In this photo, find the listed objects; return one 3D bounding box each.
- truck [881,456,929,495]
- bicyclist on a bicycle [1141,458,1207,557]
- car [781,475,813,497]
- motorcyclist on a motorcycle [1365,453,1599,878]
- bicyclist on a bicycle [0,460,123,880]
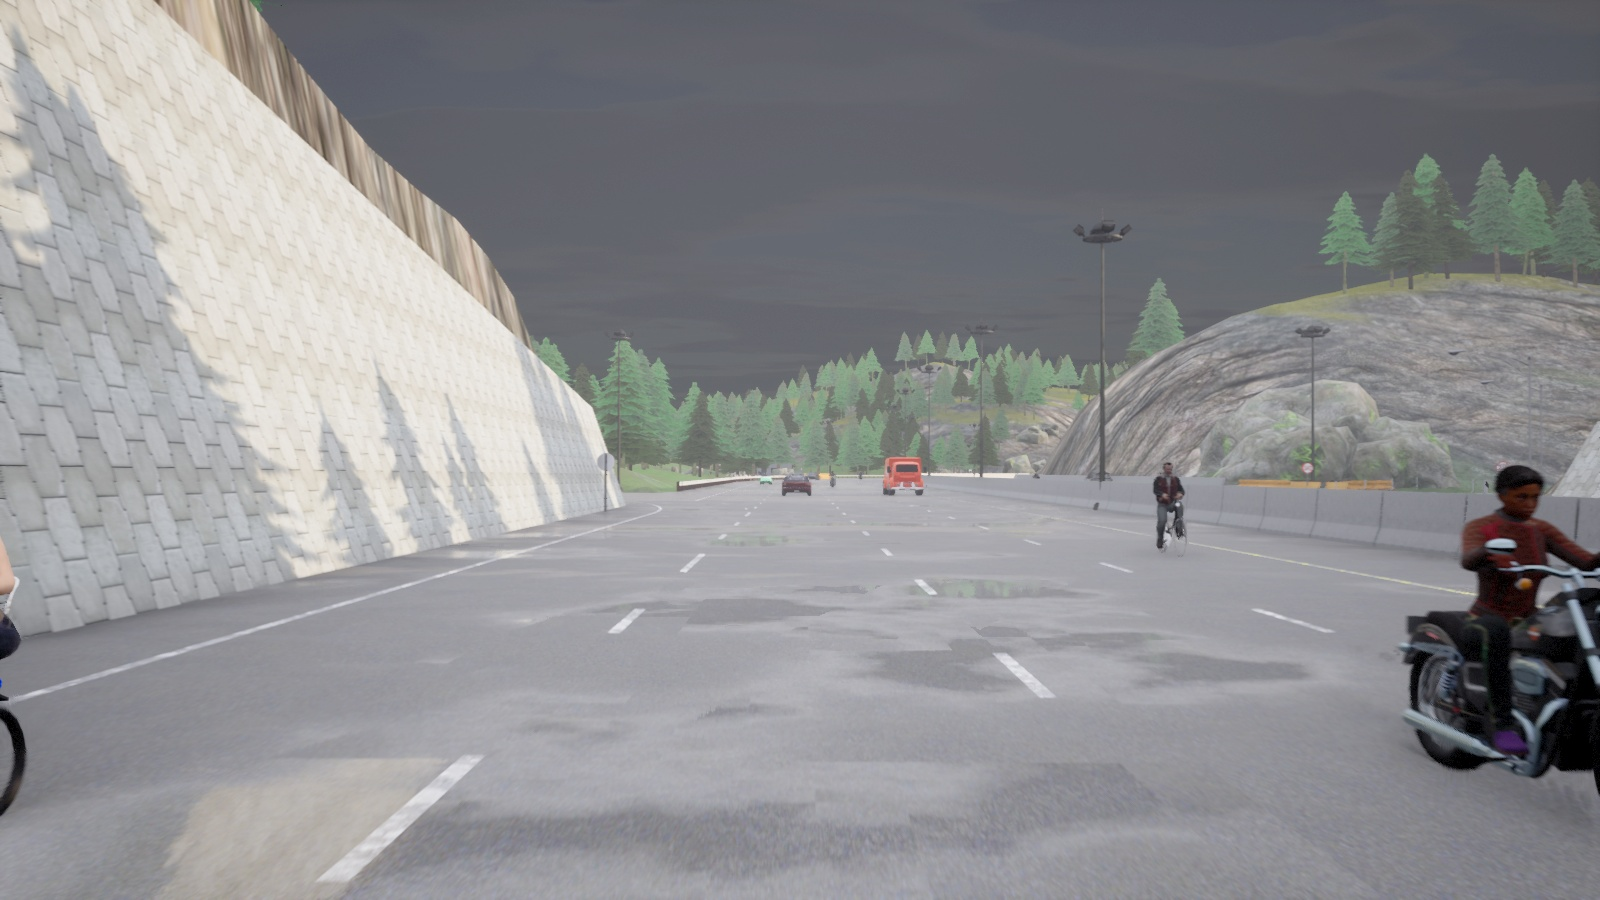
[{"bbox_3d":[6.800,1.672,81.805,2.627,2.467,5.204,0,-1,0],"label":"truck"},{"bbox_3d":[6.943,1.049,23.372,0.659,1.776,1.843,0,-1,0],"label":"bicyclist on a bicycle"},{"bbox_3d":[-0.189,2.225,78.183,1.895,1.301,4.718,0,-1,0],"label":"car"},{"bbox_3d":[3.486,0.847,5.702,0.766,1.649,2.350,0,-1,0],"label":"motorcyclist on a motorcycle"},{"bbox_3d":[-3.508,0.848,4.942,0.866,1.612,1.509,0,-1,0],"label":"bicyclist on a bicycle"}]
